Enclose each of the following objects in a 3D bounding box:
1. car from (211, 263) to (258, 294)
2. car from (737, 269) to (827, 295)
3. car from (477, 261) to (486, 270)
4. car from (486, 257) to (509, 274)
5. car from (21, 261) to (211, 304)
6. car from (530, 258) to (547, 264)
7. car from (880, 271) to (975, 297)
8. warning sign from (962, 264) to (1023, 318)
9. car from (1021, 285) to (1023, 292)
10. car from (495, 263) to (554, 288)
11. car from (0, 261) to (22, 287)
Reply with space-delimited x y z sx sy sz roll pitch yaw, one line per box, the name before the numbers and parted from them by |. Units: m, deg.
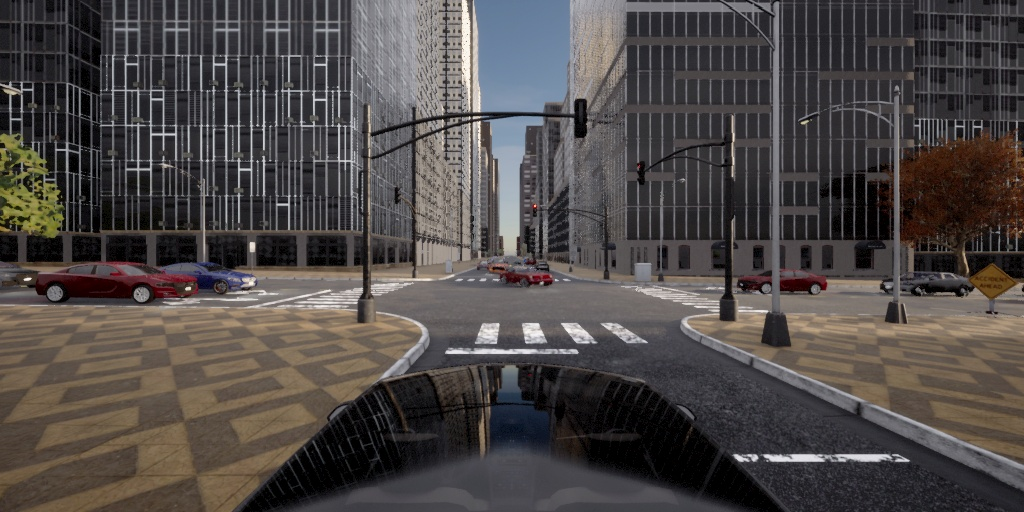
car | -14.977 1.026 17.352 4.674 1.442 1.812 1 0 -1
car | 16.718 1.554 22.334 5.008 1.535 1.882 1 0 -3
car | -4.119 1.343 52.154 1.802 1.307 4.207 0 0 0
car | -1.590 1.117 42.090 2.097 1.767 4.553 0 0 0
car | -15.288 0.973 14.080 5.008 1.535 1.882 1 0 -2
car | 3.844 1.329 46.676 1.948 1.339 4.313 0 0 0
car | 26.288 1.739 22.796 4.902 1.511 2.128 1 0 -3
warning sign | 17.257 1.204 12.900 1.060 1.860 1.300 0 0 -3
car | 36.279 1.932 23.269 4.892 1.490 1.837 1 0 -3
car | 0.849 1.373 24.175 1.895 1.301 4.718 0 0 -26
car | -24.903 0.882 16.875 4.181 1.385 1.994 1 0 -3
